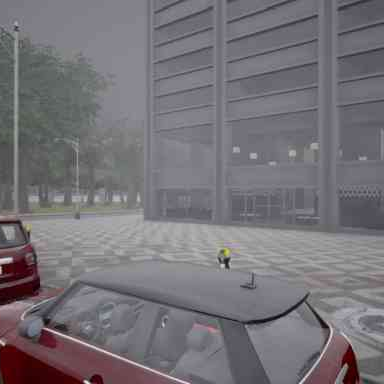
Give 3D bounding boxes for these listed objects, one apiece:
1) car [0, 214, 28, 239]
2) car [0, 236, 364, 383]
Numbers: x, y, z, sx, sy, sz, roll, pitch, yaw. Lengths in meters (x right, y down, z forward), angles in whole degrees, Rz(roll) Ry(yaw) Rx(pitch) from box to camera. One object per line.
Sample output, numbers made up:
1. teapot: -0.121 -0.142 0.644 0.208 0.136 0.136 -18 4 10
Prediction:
1. car: -5.015 1.315 6.528 5.009 1.841 2.192 0 0 35
2. car: -0.584 1.440 3.376 4.097 1.590 1.967 0 0 35
